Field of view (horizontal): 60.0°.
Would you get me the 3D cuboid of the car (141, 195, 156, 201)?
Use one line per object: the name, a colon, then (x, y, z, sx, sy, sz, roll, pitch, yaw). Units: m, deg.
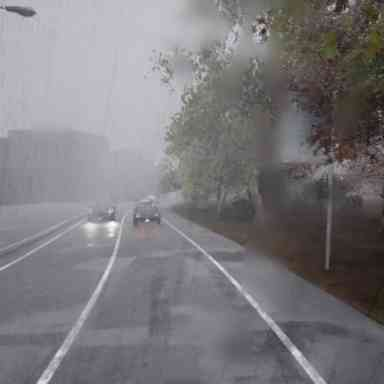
car: (-5.875, 1.541, 42.619, 1.812, 1.442, 4.674, -1, 0, -5)

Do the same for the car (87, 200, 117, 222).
car: (-7.406, 1.455, 27.723, 2.097, 1.767, 4.553, -1, 0, -9)

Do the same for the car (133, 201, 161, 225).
car: (-3.416, 1.628, 24.641, 1.895, 1.301, 4.718, -1, 0, -10)
